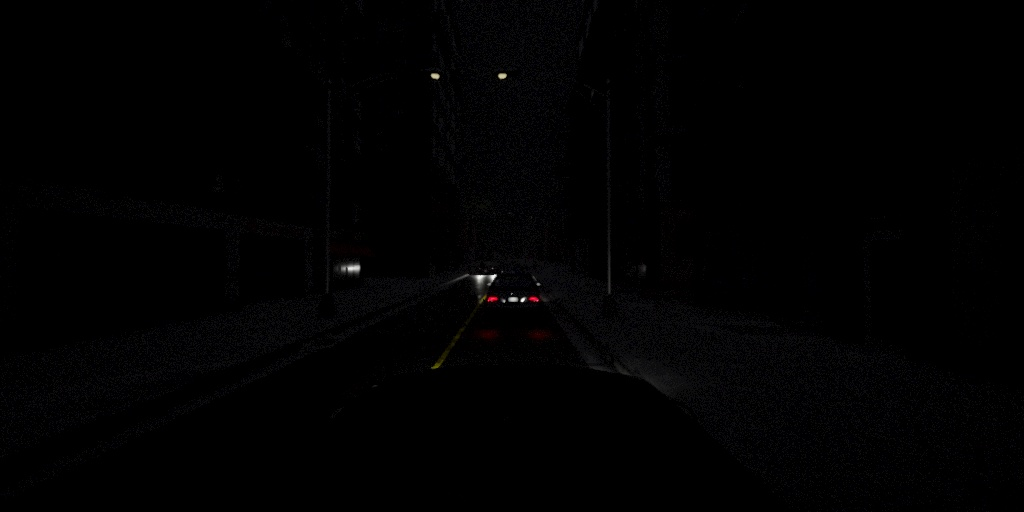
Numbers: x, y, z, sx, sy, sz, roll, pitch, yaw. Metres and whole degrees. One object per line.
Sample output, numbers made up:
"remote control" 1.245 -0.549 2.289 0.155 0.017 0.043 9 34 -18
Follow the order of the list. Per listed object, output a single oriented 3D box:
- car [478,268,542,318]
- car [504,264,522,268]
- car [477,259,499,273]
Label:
"car" 0.059 1.322 12.979 2.033 1.411 5.357 0 0 1
"car" 0.084 1.336 27.948 2.033 1.411 5.357 0 0 1
"car" -2.762 1.312 40.145 1.812 1.442 4.674 0 0 0
